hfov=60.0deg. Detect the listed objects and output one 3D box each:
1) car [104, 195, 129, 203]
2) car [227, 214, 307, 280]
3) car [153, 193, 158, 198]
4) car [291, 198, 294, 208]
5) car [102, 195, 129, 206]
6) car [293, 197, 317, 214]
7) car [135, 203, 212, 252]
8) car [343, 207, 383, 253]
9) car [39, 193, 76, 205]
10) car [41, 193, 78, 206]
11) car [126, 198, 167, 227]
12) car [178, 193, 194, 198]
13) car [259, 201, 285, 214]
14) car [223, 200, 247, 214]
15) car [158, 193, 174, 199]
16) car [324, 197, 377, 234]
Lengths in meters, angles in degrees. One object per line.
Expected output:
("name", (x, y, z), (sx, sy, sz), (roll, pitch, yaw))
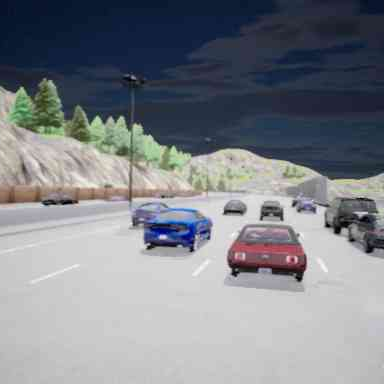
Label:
("car", (-8.696, 1.145, 39.402), (1.812, 1.442, 4.674), (1, 0, 14))
("car", (2.278, 1.592, 10.039), (1.895, 1.301, 4.718), (1, 0, 14))
("car", (-8.277, 0.910, 84.553), (2.128, 1.511, 4.902), (1, 0, 14))
("car", (15.781, 1.527, 49.440), (1.882, 1.535, 5.008), (1, 0, 14))
("car", (-10.600, 1.111, 46.252), (1.994, 1.385, 4.181), (1, 0, 14))
("car", (12.714, 1.580, 37.190), (1.812, 1.442, 4.674), (1, 0, 13))
("car", (-0.399, 1.396, 13.791), (1.882, 1.535, 5.008), (1, 0, 14))
("car", (7.746, 1.606, 13.616), (1.812, 1.442, 4.674), (1, 0, 14))
("car", (-18.117, 0.895, 45.012), (2.128, 1.511, 4.902), (1, 0, 14))
("car", (-15.769, 1.078, 39.958), (1.895, 1.301, 4.718), (1, 0, 14))
("car", (-2.270, 1.370, 20.813), (1.812, 1.442, 4.674), (1, 0, 14))
("car", (-0.813, 1.109, 70.974), (1.837, 1.490, 4.892), (1, 0, 14))
("car", (6.688, 1.489, 27.907), (1.837, 1.490, 4.892), (1, 0, 14))
("car", (4.324, 1.475, 32.939), (1.994, 1.385, 4.181), (1, 0, 14))
("car", (-5.796, 1.001, 80.003), (2.033, 1.411, 5.357), (1, 0, 14))
("car", (9.196, 1.302, 19.469), (2.150, 2.045, 5.566), (1, 0, 14))
